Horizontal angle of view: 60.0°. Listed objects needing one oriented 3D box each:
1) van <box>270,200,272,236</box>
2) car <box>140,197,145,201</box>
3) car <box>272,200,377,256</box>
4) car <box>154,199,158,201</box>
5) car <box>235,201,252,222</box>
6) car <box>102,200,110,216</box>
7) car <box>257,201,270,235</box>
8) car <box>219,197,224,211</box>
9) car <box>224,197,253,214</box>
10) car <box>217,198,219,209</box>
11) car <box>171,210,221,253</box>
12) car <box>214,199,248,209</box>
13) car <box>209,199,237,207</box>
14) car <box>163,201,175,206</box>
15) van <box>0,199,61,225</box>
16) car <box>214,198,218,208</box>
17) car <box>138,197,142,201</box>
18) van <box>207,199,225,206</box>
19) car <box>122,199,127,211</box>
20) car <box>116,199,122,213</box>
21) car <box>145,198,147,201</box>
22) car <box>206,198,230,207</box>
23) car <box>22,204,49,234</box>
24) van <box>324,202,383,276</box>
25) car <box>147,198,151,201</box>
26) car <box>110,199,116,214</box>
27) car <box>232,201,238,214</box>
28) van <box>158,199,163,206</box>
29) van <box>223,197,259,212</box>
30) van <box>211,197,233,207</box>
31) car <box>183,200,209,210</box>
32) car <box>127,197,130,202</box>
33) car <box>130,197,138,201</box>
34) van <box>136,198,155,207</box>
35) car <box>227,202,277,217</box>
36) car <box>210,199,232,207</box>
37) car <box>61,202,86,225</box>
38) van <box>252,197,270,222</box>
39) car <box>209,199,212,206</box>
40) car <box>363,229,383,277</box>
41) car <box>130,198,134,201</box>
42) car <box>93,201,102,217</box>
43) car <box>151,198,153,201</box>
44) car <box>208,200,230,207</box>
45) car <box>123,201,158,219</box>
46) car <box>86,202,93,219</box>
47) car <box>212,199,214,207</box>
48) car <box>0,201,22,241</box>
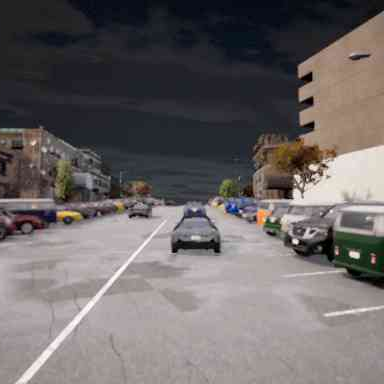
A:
[{"bbox_3d":[6.085,1.416,15.035,4.442,1.987,1.878,1,0,-19],"label":"van"},{"bbox_3d":[-11.300,2.097,57.226,5.008,1.535,2.097,-1,-1,-20],"label":"car"},{"bbox_3d":[6.100,1.364,12.065,5.566,2.045,2.435,1,0,-19],"label":"car"},{"bbox_3d":[-11.219,2.632,77.756,5.008,1.535,2.097,0,-2,-20],"label":"car"},{"bbox_3d":[6.444,1.759,27.088,4.892,1.521,2.231,1,0,-19],"label":"car"},{"bbox_3d":[-11.252,1.803,33.753,5.008,1.535,2.097,-1,-1,-20],"label":"car"},{"bbox_3d":[6.231,1.546,18.070,4.553,1.767,2.185,1,-1,-19],"label":"car"},{"bbox_3d":[6.566,1.621,39.143,5.566,2.045,2.435,1,-1,-20],"label":"car"},{"bbox_3d":[6.541,1.564,33.125,5.566,2.045,2.435,1,-1,-19],"label":"car"},{"bbox_3d":[6.358,1.894,42.060,5.366,1.575,1.946,1,0,-20],"label":"car"},{"bbox_3d":[0.158,1.704,14.481,1.994,1.385,4.181,0,-1,0],"label":"car"},{"bbox_3d":[6.692,2.101,57.155,5.366,1.575,1.946,1,-1,-20],"label":"car"},{"bbox_3d":[6.379,2.364,68.991,5.366,1.575,1.946,1,-1,-20],"label":"car"},{"bbox_3d":[-4.818,2.554,74.289,1.895,1.301,4.718,0,-2,0],"label":"car"},{"bbox_3d":[-11.275,1.463,21.969,4.442,1.987,1.878,-1,0,-20],"label":"van"},{"bbox_3d":[6.344,1.958,48.052,5.366,1.575,1.946,1,-1,-20],"label":"car"},{"bbox_3d":[-11.290,2.043,54.295,5.008,1.535,2.097,-1,-1,-20],"label":"car"},{"bbox_3d":[6.594,2.859,89.966,4.442,1.987,1.878,1,-3,-19],"label":"van"},{"bbox_3d":[-11.275,1.890,42.558,5.008,1.535,2.097,-1,0,-20],"label":"car"},{"bbox_3d":[-11.263,1.862,39.620,4.892,1.521,2.231,-1,0,-20],"label":"car"},{"bbox_3d":[-11.464,2.152,60.099,5.366,1.575,1.946,0,-1,-20],"label":"car"},{"bbox_3d":[6.630,2.597,84.007,5.566,2.045,2.435,1,-2,-19],"label":"car"},{"bbox_3d":[-11.142,1.658,19.066,5.008,1.535,2.097,-1,-1,-21],"label":"car"},{"bbox_3d":[6.167,1.363,9.121,4.442,1.987,1.878,1,-1,-19],"label":"van"},{"bbox_3d":[-11.313,1.970,63.084,5.566,2.045,2.435,0,-1,-20],"label":"car"},{"bbox_3d":[-11.254,1.833,36.688,4.892,1.521,2.231,-1,0,-20],"label":"car"},{"bbox_3d":[6.503,1.816,30.107,4.792,1.488,2.163,1,-1,-19],"label":"car"},{"bbox_3d":[-11.198,2.983,92.379,4.442,1.987,1.878,0,-3,-19],"label":"van"},{"bbox_3d":[6.636,1.706,45.166,4.442,1.987,1.878,1,-1,-20],"label":"van"},{"bbox_3d":[6.461,2.224,72.012,4.442,1.987,1.878,1,-2,-20],"label":"van"},{"bbox_3d":[0.233,1.656,31.641,2.097,1.767,4.553,0,-1,0],"label":"car"},{"bbox_3d":[-11.260,1.796,45.500,4.553,1.767,2.185,-1,0,-20],"label":"car"},{"bbox_3d":[-11.267,1.872,51.366,4.553,1.767,2.185,-1,0,-20],"label":"car"},{"bbox_3d":[-11.304,2.508,80.657,4.442,1.987,1.878,0,-2,-20],"label":"van"},{"bbox_3d":[6.530,1.845,36.126,4.892,1.521,2.231,1,-1,-20],"label":"car"},{"bbox_3d":[6.554,2.417,75.039,4.553,1.767,2.185,1,-2,-20],"label":"car"},{"bbox_3d":[-11.011,1.711,25.010,5.366,1.575,1.946,-1,-1,-20],"label":"car"},{"bbox_3d":[6.436,1.477,21.123,4.442,1.987,1.878,1,-1,-19],"label":"van"},{"bbox_3d":[6.350,2.151,60.020,5.366,1.575,1.946,1,-1,-20],"label":"car"},{"bbox_3d":[5.981,1.558,6.082,5.008,1.535,2.097,1,-1,-19],"label":"car"},{"bbox_3d":[-11.298,1.996,48.431,4.674,1.452,2.002,-1,-1,-20],"label":"car"},{"bbox_3d":[-11.199,1.803,30.826,4.792,1.488,2.163,-1,-1,-20],"label":"car"},{"bbox_3d":[-11.256,2.369,68.960,4.892,1.521,2.231,0,-1,-20],"label":"car"},{"bbox_3d":[6.652,2.771,81.035,4.792,1.488,2.163,1,-2,-19],"label":"car"},{"bbox_3d":[-4.918,1.863,32.509,2.033,1.411,5.357,0,-1,0],"label":"car"},{"bbox_3d":[-11.216,1.745,27.881,5.008,1.535,2.097,-1,-1,-20],"label":"car"},{"bbox_3d":[6.544,1.752,51.124,5.566,2.045,2.435,1,-1,-20],"label":"car"},{"bbox_3d":[-11.077,1.503,16.124,4.553,1.767,2.185,-1,0,-21],"label":"car"}]
